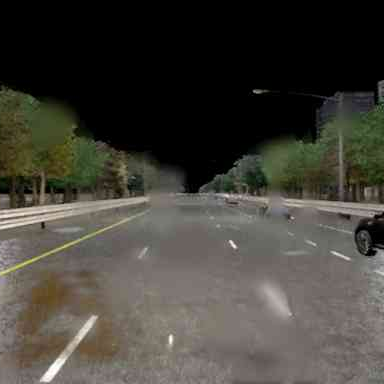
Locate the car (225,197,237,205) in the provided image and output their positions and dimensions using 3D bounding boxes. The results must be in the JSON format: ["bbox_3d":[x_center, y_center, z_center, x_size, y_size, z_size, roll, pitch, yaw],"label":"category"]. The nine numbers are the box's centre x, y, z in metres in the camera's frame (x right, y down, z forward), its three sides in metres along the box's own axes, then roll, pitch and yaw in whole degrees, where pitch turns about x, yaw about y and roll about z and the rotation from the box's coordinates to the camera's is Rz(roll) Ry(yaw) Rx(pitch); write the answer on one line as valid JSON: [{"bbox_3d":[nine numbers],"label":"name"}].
[{"bbox_3d":[7.039,1.582,60.001,2.033,1.411,5.357,0,0,0],"label":"car"}]

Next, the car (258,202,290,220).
[{"bbox_3d":[7.004,1.571,28.631,1.994,1.385,4.181,0,0,0],"label":"car"}]

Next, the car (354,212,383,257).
[{"bbox_3d":[7.001,1.223,9.808,2.150,2.045,5.566,0,0,0],"label":"car"}]
